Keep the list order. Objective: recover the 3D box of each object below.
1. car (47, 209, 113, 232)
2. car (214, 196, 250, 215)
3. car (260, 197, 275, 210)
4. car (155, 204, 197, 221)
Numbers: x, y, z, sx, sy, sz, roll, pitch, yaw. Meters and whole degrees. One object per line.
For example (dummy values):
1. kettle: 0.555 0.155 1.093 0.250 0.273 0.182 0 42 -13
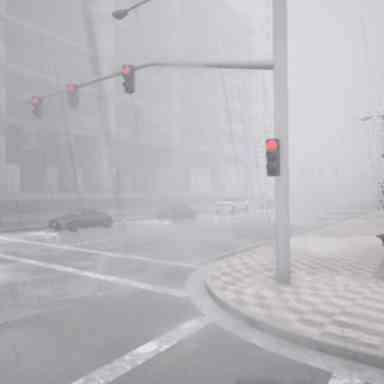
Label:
1. car: -7.253 1.799 21.935 1.994 1.385 4.181 -1 0 36
2. car: 4.669 1.450 38.329 2.150 2.045 5.566 -1 -1 36
3. car: 11.235 1.788 47.265 1.994 1.385 4.181 -1 0 37
4. car: -1.386 1.796 30.006 1.994 1.385 4.181 -1 -1 36
